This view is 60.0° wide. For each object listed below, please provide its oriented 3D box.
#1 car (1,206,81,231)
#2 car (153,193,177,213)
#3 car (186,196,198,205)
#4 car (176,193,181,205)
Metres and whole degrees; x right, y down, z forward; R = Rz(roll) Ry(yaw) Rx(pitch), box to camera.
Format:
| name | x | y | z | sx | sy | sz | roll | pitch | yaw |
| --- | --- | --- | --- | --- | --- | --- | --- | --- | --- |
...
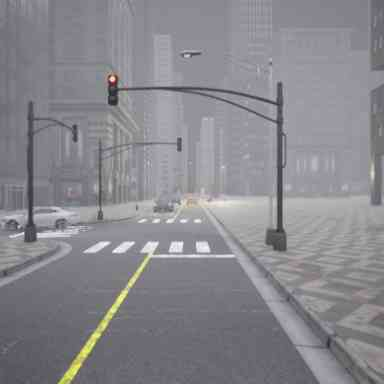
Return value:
| name | x | y | z | sx | sy | sz | roll | pitch | yaw |
| --- | --- | --- | --- | --- | --- | --- | --- | --- | --- |
| car | -9.520 | 1.633 | 21.225 | 4.674 | 1.442 | 1.812 | -1 | 1 | -11 |
| car | -3.092 | 1.332 | 37.051 | 2.097 | 1.767 | 4.553 | 0 | 0 | 0 |
| car | 0.007 | 1.459 | 57.640 | 1.882 | 1.535 | 5.008 | 0 | 0 | 0 |
| car | -3.044 | 1.204 | 57.361 | 2.150 | 2.045 | 5.566 | 0 | 0 | 0 |
